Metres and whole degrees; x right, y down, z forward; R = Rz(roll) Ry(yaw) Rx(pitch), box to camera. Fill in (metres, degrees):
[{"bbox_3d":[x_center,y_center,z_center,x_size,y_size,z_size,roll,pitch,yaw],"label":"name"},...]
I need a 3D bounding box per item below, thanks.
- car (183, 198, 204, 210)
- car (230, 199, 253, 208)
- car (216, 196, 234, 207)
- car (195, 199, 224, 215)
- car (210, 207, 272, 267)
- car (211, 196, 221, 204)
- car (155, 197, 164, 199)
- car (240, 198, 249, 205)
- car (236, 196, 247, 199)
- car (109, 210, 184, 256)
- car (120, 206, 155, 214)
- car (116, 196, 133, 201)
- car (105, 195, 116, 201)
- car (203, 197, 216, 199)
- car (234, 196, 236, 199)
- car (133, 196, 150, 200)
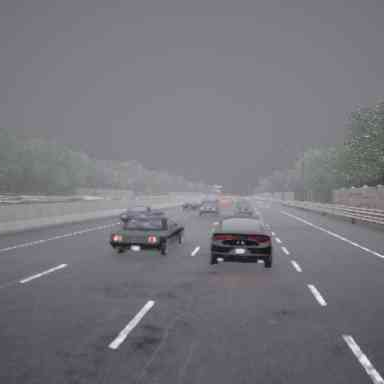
[{"bbox_3d":[0.047,1.824,45.927,1.895,1.301,4.718,1,0,9],"label":"car"},{"bbox_3d":[5.275,1.793,34.157,2.033,1.411,5.357,1,0,9],"label":"car"},{"bbox_3d":[6.307,1.841,63.081,2.097,1.767,4.553,1,-1,9],"label":"car"},{"bbox_3d":[1.959,1.739,35.592,2.033,1.411,5.357,1,0,9],"label":"car"},{"bbox_3d":[1.765,1.554,11.961,1.882,1.535,5.008,1,0,9],"label":"car"},{"bbox_3d":[5.993,2.017,83.507,2.097,1.767,4.553,1,0,9],"label":"car"},{"bbox_3d":[-6.787,1.707,69.901,1.994,1.385,4.181,1,-1,9],"label":"car"},{"bbox_3d":[12.910,2.314,82.461,2.128,1.511,4.902,1,0,9],"label":"car"},{"bbox_3d":[9.772,2.045,62.598,2.128,1.511,4.902,1,-1,9],"label":"car"},{"bbox_3d":[-1.552,1.620,13.398,1.895,1.301,4.718,1,0,9],"label":"car"},{"bbox_3d":[-3.465,1.625,23.717,1.895,1.301,4.718,1,0,9],"label":"car"},{"bbox_3d":[-13.700,1.553,70.996,2.128,1.511,4.902,1,-1,9],"label":"car"},{"bbox_3d":[-17.156,1.490,71.543,2.128,1.511,4.902,1,-1,9],"label":"car"},{"bbox_3d":[2.852,1.778,63.628,2.097,1.767,4.553,1,-1,9],"label":"car"},{"bbox_3d":[8.829,2.181,79.051,1.837,1.490,4.892,1,0,9],"label":"car"},{"bbox_3d":[-10.242,1.569,70.449,1.882,1.535,5.008,1,-1,9],"label":"car"}]
